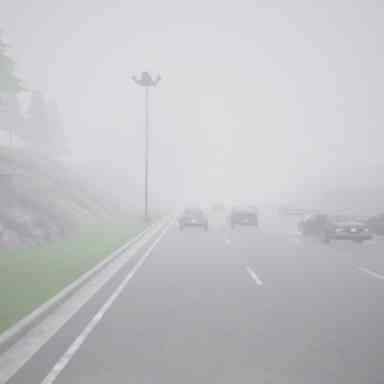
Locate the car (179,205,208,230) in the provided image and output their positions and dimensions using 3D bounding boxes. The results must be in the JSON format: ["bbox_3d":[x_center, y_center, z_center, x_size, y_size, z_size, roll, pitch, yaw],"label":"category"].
[{"bbox_3d":[0.101,1.856,23.616,1.994,1.385,4.181,0,-1,0],"label":"car"}]

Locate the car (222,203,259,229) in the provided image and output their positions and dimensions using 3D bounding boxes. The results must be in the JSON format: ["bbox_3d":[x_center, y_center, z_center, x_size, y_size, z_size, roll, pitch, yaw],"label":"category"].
[{"bbox_3d":[3.601,1.782,24.551,1.882,1.535,5.008,0,-1,0],"label":"car"}]

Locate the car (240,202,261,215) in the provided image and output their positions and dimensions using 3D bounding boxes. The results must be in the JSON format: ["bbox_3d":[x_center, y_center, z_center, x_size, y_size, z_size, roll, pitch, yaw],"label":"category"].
[{"bbox_3d":[7.102,2.033,41.078,1.812,1.442,4.674,0,-1,0],"label":"car"}]

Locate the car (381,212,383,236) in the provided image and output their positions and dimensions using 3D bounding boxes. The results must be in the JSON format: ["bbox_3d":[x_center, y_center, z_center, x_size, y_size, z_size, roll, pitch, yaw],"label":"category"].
[{"bbox_3d":[10.600,1.764,17.488,2.033,1.411,5.357,0,-1,0],"label":"car"}]

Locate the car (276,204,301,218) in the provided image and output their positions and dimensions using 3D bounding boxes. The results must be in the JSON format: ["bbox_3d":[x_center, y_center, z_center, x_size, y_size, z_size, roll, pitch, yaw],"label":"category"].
[{"bbox_3d":[10.587,1.993,36.076,2.033,1.411,5.357,0,-1,0],"label":"car"}]

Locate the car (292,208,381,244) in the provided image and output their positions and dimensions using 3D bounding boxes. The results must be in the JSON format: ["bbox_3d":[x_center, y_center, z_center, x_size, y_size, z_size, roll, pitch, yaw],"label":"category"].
[{"bbox_3d":[7.100,1.760,17.130,2.033,1.411,5.357,0,-1,0],"label":"car"}]

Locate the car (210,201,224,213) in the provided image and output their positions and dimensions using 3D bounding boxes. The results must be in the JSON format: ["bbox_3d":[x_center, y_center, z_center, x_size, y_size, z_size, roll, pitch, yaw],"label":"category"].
[{"bbox_3d":[3.624,2.072,45.911,1.837,1.490,4.892,0,-1,0],"label":"car"}]
